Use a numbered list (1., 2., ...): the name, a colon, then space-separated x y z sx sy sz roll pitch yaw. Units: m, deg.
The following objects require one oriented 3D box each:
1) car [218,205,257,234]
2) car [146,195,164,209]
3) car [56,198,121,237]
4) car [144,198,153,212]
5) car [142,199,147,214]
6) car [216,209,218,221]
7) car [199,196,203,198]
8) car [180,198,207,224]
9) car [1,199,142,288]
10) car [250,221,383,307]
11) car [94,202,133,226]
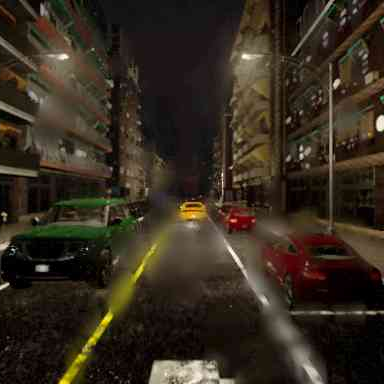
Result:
1. car: 2.697 1.605 19.068 1.802 1.307 4.206 0 0 0
2. car: -5.680 1.402 47.521 2.192 1.841 5.009 0 0 0
3. car: -5.683 1.338 19.071 2.192 1.841 5.009 0 0 0
4. car: -5.682 1.638 36.141 1.802 1.307 4.206 0 0 0
5. car: -5.682 1.608 30.452 1.947 1.339 4.313 0 0 0
6. car: 2.697 1.614 24.759 1.802 1.307 4.206 0 0 0
7. car: 0.108 1.620 42.640 2.033 1.411 5.357 0 0 0
8. car: 0.106 1.510 25.209 1.882 1.535 5.008 0 0 0
9. car: -3.063 1.235 9.605 2.150 2.045 5.566 0 0 0
10. car: 2.695 1.591 7.688 1.802 1.307 4.206 0 0 0
11. car: -5.683 1.557 24.592 1.752 1.417 4.829 0 0 0
